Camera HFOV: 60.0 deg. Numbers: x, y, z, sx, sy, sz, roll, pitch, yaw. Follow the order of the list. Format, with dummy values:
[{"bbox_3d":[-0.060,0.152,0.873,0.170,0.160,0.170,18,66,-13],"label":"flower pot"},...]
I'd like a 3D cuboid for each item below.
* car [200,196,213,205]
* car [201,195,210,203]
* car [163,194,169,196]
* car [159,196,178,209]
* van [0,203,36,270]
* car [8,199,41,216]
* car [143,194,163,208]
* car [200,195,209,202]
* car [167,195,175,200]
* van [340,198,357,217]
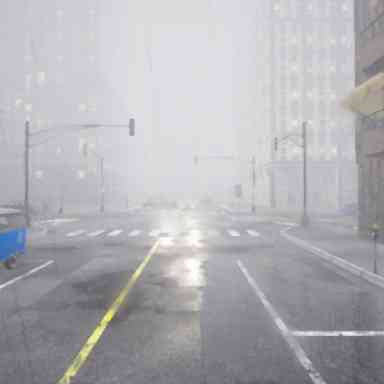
[{"bbox_3d":[2.717,1.524,57.663,1.802,1.307,4.206,1,0,0],"label":"car"},{"bbox_3d":[2.721,1.456,68.989,1.752,1.417,4.829,1,0,0],"label":"car"},{"bbox_3d":[-5.658,1.258,57.603,2.192,1.841,5.009,1,0,0],"label":"car"},{"bbox_3d":[-2.990,1.562,45.390,1.895,1.301,4.718,0,0,0],"label":"car"},{"bbox_3d":[-5.807,1.333,8.386,1.690,1.788,3.998,1,0,0],"label":"van"},{"bbox_3d":[-16.484,1.468,31.035,4.097,1.590,1.967,0,-1,0],"label":"car"},{"bbox_3d":[-5.663,1.394,46.452,1.967,1.590,4.097,1,0,0],"label":"car"},{"bbox_3d":[2.721,1.492,74.396,1.947,1.339,4.313,1,0,0],"label":"car"},{"bbox_3d":[-5.655,1.461,91.054,2.008,1.369,4.403,1,0,0],"label":"car"},{"bbox_3d":[15.990,1.421,30.956,3.998,1.788,1.690,0,-1,0],"label":"van"}]
